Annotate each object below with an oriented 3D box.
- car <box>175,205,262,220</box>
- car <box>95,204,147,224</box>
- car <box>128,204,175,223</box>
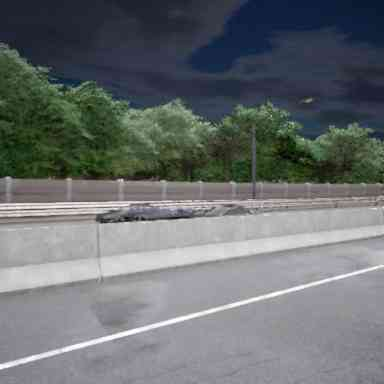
[{"bbox_3d":[1.796,1.495,18.074,4.892,1.490,1.837,0,0,-35],"label":"car"},{"bbox_3d":[-3.759,1.534,22.740,5.357,1.411,2.033,0,0,-35],"label":"car"},{"bbox_3d":[-1.179,1.589,20.270,4.718,1.301,1.895,0,0,-35],"label":"car"}]
